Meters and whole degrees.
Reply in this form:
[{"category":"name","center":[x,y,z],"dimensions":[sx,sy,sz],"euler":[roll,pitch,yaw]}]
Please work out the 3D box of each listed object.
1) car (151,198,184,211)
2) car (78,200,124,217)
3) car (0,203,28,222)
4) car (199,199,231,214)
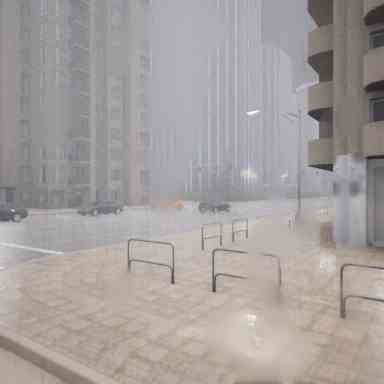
[{"category":"car","center":[-3.060,1.541,41.518],"dimensions":[1.882,1.535,5.008],"euler":[0,0,35]},{"category":"car","center":[-8.988,1.568,32.991],"dimensions":[1.837,1.490,4.892],"euler":[0,0,35]},{"category":"car","center":[-14.797,1.568,24.620],"dimensions":[1.837,1.490,4.892],"euler":[0,0,36]},{"category":"car","center":[2.592,1.565,37.121],"dimensions":[1.837,1.490,4.892],"euler":[0,0,35]}]
